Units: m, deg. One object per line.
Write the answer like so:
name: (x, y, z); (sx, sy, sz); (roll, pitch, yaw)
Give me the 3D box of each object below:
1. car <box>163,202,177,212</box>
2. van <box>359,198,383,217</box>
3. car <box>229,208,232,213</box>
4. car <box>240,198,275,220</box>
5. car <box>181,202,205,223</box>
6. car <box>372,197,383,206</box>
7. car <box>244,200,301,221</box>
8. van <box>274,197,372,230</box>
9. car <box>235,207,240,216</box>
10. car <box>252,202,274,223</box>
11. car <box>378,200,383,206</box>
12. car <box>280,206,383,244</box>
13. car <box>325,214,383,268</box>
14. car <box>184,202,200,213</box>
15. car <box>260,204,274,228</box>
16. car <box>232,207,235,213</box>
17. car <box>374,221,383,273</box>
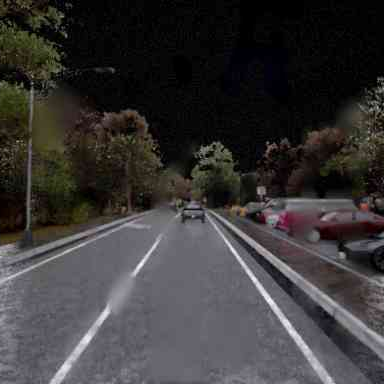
car: (-3.281, 2.309, 51.088); (2.033, 1.411, 5.357); (0, -2, 0)
van: (20.313, 1.589, 35.173); (4.442, 1.987, 1.878); (0, -1, 0)
car: (6.934, 1.867, 38.061); (5.366, 1.575, 1.946); (0, -1, 0)
car: (7.075, 1.452, 26.976); (5.566, 2.045, 2.435); (0, -1, 0)
car: (0.107, 1.733, 28.183); (2.128, 1.511, 4.902); (0, -1, 0)
car: (20.219, 1.516, 32.282); (5.566, 2.045, 2.435); (0, -1, 0)
car: (7.138, 1.610, 29.746); (4.553, 1.767, 2.185); (0, -1, 0)
van: (7.207, 1.389, 18.647); (4.442, 1.987, 1.878); (0, -1, 0)
car: (7.118, 1.772, 32.521); (5.008, 1.535, 2.097); (0, -1, 0)
car: (7.128, 1.703, 24.196); (4.792, 1.488, 2.163); (0, -1, 0)
car: (20.002, 1.729, 29.511); (5.366, 1.575, 1.946); (0, -1, 0)
car: (7.092, 1.585, 15.869); (5.008, 1.535, 2.097); (0, -1, 0)
car: (7.048, 1.556, 10.318); (4.792, 1.488, 2.163); (0, -1, 0)
car: (0.058, 2.147, 47.579); (2.128, 1.511, 4.902); (0, -2, 0)
car: (7.097, 1.685, 21.421); (4.674, 1.452, 2.002); (0, -1, 0)
car: (7.121, 1.818, 35.293); (4.892, 1.521, 2.231); (0, -1, 0)
car: (7.076, 1.537, 7.540); (4.674, 1.452, 2.002); (0, -1, 0)
